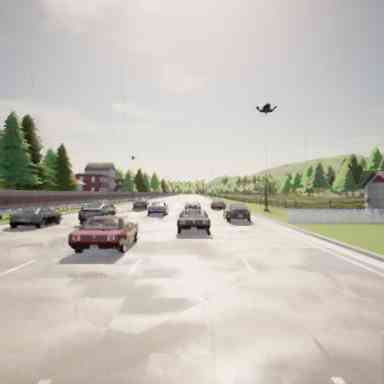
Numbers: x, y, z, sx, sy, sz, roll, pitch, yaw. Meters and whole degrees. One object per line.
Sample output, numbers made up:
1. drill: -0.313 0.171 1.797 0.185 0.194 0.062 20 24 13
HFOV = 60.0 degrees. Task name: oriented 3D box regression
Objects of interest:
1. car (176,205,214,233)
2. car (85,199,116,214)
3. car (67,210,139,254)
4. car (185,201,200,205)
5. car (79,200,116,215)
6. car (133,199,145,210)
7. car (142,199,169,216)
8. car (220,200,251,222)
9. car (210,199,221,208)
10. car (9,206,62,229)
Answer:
1. car: 0.097 1.666 19.923 1.895 1.301 4.718 0 0 0
2. car: -10.477 1.618 38.443 2.128 1.511 4.902 0 0 1
3. car: -3.401 1.646 13.792 1.895 1.301 4.718 0 0 0
4. car: 0.093 1.730 39.481 1.895 1.301 4.718 0 0 0
5. car: -6.904 1.573 24.813 2.128 1.511 4.902 0 0 0
6. car: -6.909 1.642 45.904 2.128 1.511 4.902 0 0 0
7. car: -3.407 1.658 33.801 2.033 1.411 5.357 0 0 0
8. car: 3.595 1.614 26.944 1.812 1.442 4.674 0 0 0
9. car: 3.591 1.716 46.439 1.994 1.385 4.181 0 0 0
10. car: -10.405 1.637 22.442 1.994 1.385 4.181 0 0 0
